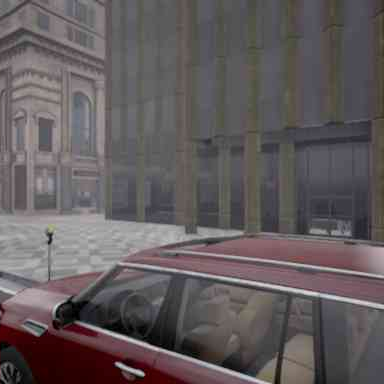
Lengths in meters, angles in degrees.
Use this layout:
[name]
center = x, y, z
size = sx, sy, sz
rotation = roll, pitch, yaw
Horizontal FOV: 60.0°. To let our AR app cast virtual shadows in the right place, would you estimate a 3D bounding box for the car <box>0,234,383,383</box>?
[car]
center = 0.248, 1.309, 2.797
size = 5.009, 1.841, 2.192
rotation = 0, 0, 36
